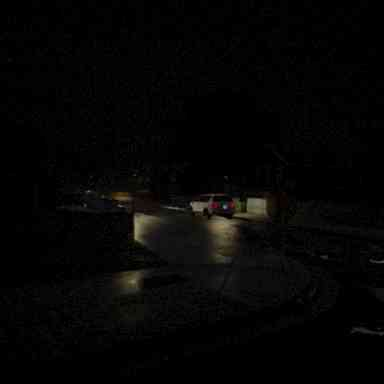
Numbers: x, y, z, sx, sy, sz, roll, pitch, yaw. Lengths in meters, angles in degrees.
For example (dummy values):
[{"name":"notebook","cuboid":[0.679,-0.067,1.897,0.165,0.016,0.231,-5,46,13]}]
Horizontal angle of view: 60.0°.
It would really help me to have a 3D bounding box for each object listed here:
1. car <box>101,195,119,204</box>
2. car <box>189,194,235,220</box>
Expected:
[{"name":"car","cuboid":[-12.816,1.200,51.027,1.895,1.301,4.718,1,0,-31]},{"name":"car","cuboid":[1.546,1.187,27.811,2.150,2.045,5.566,1,0,-21]}]
